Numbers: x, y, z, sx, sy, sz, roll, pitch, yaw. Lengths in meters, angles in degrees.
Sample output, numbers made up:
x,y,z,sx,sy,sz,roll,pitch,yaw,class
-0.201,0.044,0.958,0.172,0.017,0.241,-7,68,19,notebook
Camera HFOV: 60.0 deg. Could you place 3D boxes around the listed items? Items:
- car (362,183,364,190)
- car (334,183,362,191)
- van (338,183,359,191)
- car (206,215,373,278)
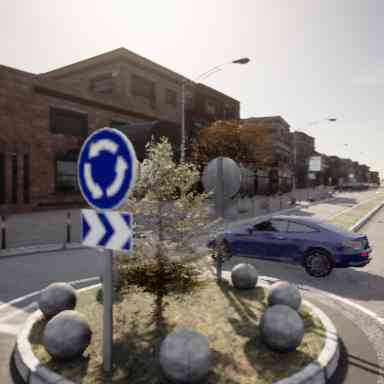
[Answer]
x,y,z,sx,sy,sz,roll,pitch,yaw,class
40.394,-1.075,84.889,4.792,1.488,2.163,1,2,34,car
37.181,-1.231,80.195,5.566,2.045,2.435,1,2,34,car
38.849,-1.264,82.419,4.442,1.987,1.878,1,2,34,van
2.611,1.396,9.714,4.674,1.442,1.812,1,-1,36,car
